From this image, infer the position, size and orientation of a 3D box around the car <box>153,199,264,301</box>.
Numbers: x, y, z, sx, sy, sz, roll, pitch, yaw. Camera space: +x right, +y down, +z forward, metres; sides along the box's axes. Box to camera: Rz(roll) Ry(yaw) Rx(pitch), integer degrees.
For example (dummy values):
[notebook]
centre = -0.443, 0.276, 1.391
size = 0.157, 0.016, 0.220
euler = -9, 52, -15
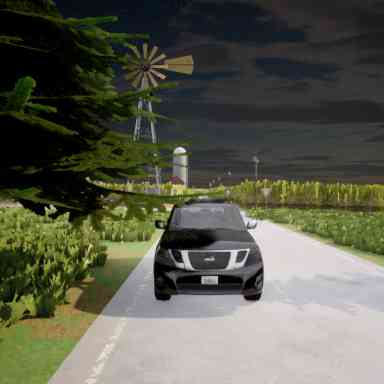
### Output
[car]
centre = 0.334, 1.221, 8.702
size = 2.150, 2.045, 5.566
euler = 0, 0, 0
